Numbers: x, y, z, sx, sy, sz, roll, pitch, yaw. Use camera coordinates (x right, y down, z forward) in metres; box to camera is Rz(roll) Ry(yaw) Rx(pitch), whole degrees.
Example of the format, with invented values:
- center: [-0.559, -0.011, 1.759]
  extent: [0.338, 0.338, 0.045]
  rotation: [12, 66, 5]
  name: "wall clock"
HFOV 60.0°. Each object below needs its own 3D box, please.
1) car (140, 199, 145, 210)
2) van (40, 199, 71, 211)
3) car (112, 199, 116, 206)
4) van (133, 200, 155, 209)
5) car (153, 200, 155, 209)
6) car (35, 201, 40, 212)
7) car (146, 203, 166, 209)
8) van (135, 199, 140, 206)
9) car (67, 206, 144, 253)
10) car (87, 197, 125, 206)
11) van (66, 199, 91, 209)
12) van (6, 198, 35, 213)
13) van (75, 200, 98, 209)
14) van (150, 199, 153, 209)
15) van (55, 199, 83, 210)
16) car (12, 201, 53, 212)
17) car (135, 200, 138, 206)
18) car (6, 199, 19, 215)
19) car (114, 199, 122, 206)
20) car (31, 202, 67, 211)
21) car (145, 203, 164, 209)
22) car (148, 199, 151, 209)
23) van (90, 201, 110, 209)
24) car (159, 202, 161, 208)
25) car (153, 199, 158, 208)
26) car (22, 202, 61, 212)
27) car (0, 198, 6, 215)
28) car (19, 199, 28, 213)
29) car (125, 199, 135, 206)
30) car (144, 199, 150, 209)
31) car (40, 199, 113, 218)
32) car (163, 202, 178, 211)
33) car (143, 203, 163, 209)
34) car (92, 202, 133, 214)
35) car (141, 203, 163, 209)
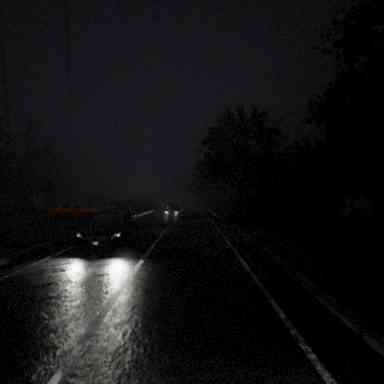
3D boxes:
- center: [-10.310, 2.247, 51.649]
  extent: [5.008, 1.535, 2.097]
  rotation: [0, -2, 0]
  name: "car"
- center: [-23.496, 2.188, 57.393]
  extent: [4.442, 1.987, 1.878]
  rotation: [0, -2, 0]
  name: "van"
- center: [-10.328, 1.705, 32.232]
  extent: [4.892, 1.521, 2.231]
  rotation: [0, -1, 0]
  name: "car"
- center: [-10.170, 2.648, 71.062]
  extent: [4.442, 1.987, 1.878]
  rotation: [0, -3, 0]
  name: "van"
- center: [-10.321, 2.682, 65.529]
  extent: [4.792, 1.488, 2.163]
  rotation: [0, -2, 0]
  name: "car"
- center: [-23.358, 1.964, 46.313]
  extent: [4.553, 1.767, 2.185]
  rotation: [0, -2, 0]
  name: "car"
- center: [-10.081, 3.877, 93.239]
  extent: [5.366, 1.575, 1.946]
  rotation: [0, -3, 0]
  name: "car"
- center: [-10.424, 1.940, 48.881]
  extent: [4.442, 1.987, 1.878]
  rotation: [0, -2, 0]
  name: "van"
- center: [-3.346, 1.527, 13.854]
  extent: [1.812, 1.442, 4.674]
  rotation: [0, 0, 0]
  name: "car"
- center: [-10.349, 1.718, 37.782]
  extent: [4.553, 1.767, 2.185]
  rotation: [0, -2, 0]
  name: "car"
- center: [-23.253, 2.523, 68.318]
  extent: [4.442, 1.987, 1.878]
  rotation: [0, -2, 0]
  name: "van"
- center: [-23.509, 1.783, 43.547]
  extent: [4.442, 1.987, 1.878]
  rotation: [0, -2, 0]
  name: "van"
- center: [-23.481, 2.774, 73.861]
  extent: [4.442, 1.987, 1.878]
  rotation: [0, -3, 0]
  name: "van"
- center: [-10.178, 2.346, 62.756]
  extent: [4.442, 1.987, 1.878]
  rotation: [0, -2, 0]
  name: "van"
- center: [-23.257, 2.350, 62.930]
  extent: [4.442, 1.987, 1.878]
  rotation: [0, -2, 0]
  name: "van"
- center: [-23.382, 2.167, 48.953]
  extent: [5.008, 1.535, 2.097]
  rotation: [0, -2, 0]
  name: "car"
- center: [-10.312, 2.124, 46.098]
  extent: [4.674, 1.452, 2.002]
  rotation: [0, -2, 0]
  name: "car"
- center: [-23.212, 1.845, 38.005]
  extent: [5.366, 1.575, 1.946]
  rotation: [0, -2, 0]
  name: "car"
- center: [-10.326, 1.770, 35.003]
  extent: [5.008, 1.535, 2.097]
  rotation: [0, -2, 0]
  name: "car"
- center: [-23.376, 2.334, 54.617]
  extent: [4.892, 1.521, 2.231]
  rotation: [0, -2, 0]
  name: "car"
- center: [-10.276, 3.756, 90.466]
  extent: [4.892, 1.521, 2.231]
  rotation: [0, -3, 0]
  name: "car"
- center: [-10.300, 2.530, 59.973]
  extent: [4.674, 1.452, 2.002]
  rotation: [0, -2, 0]
  name: "car"
- center: [-23.471, 3.276, 84.930]
  extent: [4.442, 1.987, 1.878]
  rotation: [0, -3, 0]
  name: "van"
- center: [-10.276, 3.125, 76.599]
  extent: [5.008, 1.535, 2.097]
  rotation: [0, -3, 0]
  name: "car"
- center: [-10.318, 2.497, 68.290]
  extent: [5.566, 2.045, 2.435]
  rotation: [0, -3, 0]
  name: "car"
- center: [-23.379, 2.251, 51.848]
  extent: [5.008, 1.535, 2.097]
  rotation: [0, -2, 0]
  name: "car"
- center: [-23.427, 1.522, 35.244]
  extent: [5.566, 2.045, 2.435]
  rotation: [0, -1, 0]
  name: "car"
- center: [-23.388, 1.929, 40.771]
  extent: [4.892, 1.521, 2.231]
  rotation: [0, -2, 0]
  name: "car"
- center: [-10.286, 1.671, 40.557]
  extent: [5.566, 2.045, 2.435]
  rotation: [0, -2, 0]
  name: "car"
- center: [-10.270, 2.439, 57.197]
  extent: [4.792, 1.488, 2.163]
  rotation: [0, -2, 0]
  name: "car"
- center: [-10.139, 1.644, 29.463]
  extent: [5.366, 1.575, 1.946]
  rotation: [0, -1, 0]
  name: "car"
- center: [-3.295, 2.363, 54.804]
  extent: [1.837, 1.490, 4.892]
  rotation: [0, -1, 0]
  name: "car"
- center: [-10.266, 3.630, 87.692]
  extent: [4.892, 1.521, 2.231]
  rotation: [0, -3, 0]
  name: "car"
- center: [-10.342, 2.033, 43.324]
  extent: [4.792, 1.488, 2.163]
  rotation: [0, -2, 0]
  name: "car"
- center: [-10.089, 3.500, 84.919]
  extent: [5.366, 1.575, 1.946]
  rotation: [0, -3, 0]
  name: "car"
